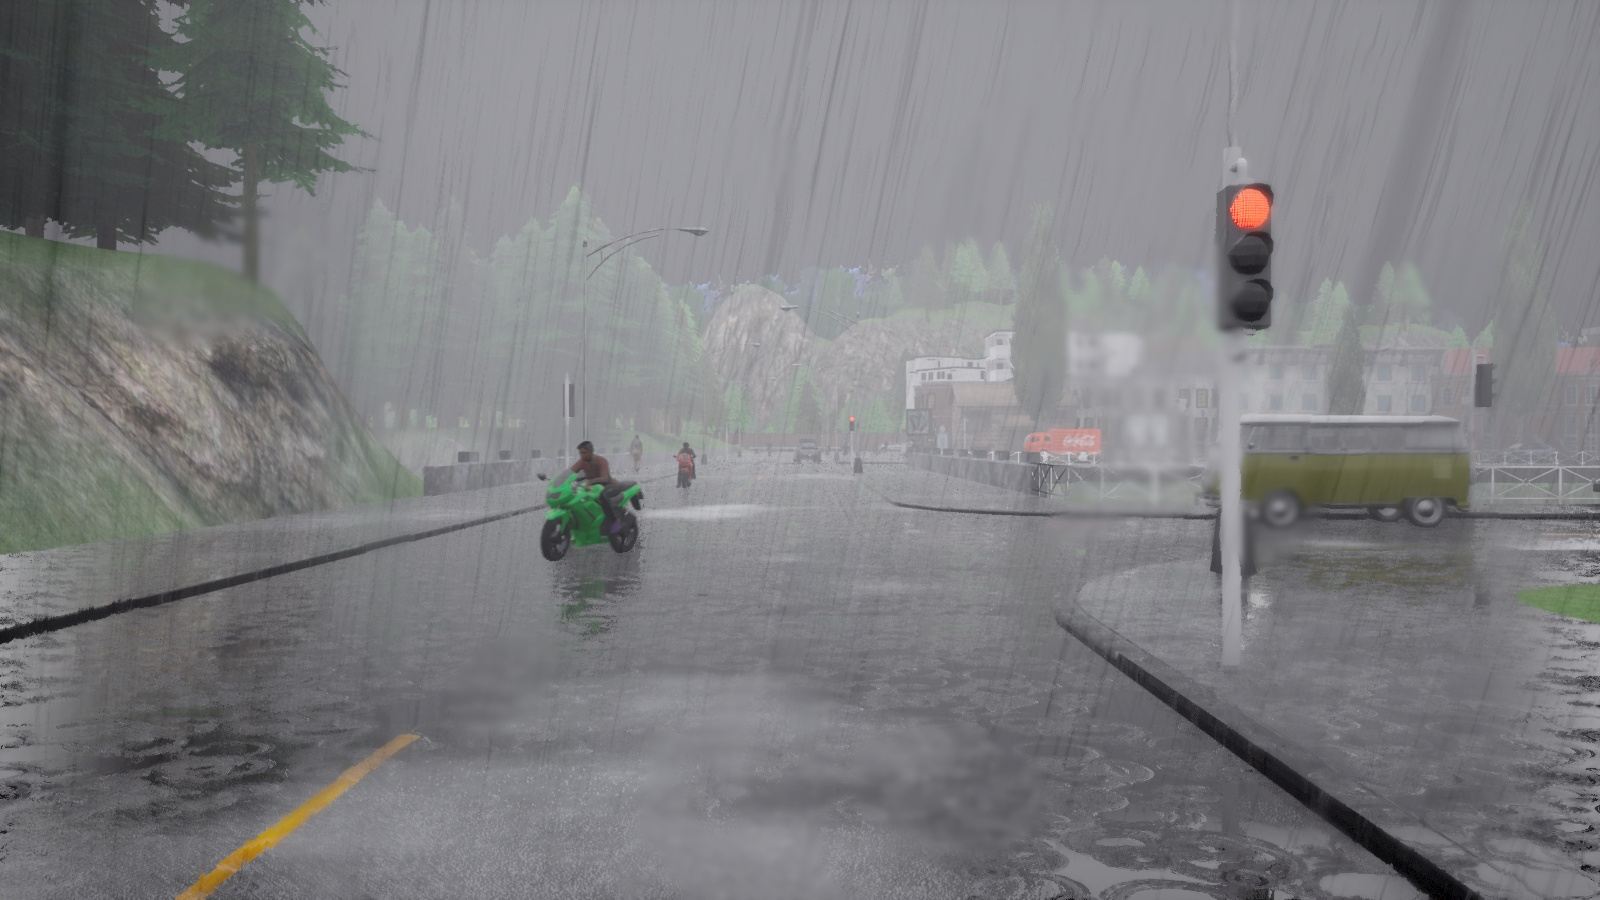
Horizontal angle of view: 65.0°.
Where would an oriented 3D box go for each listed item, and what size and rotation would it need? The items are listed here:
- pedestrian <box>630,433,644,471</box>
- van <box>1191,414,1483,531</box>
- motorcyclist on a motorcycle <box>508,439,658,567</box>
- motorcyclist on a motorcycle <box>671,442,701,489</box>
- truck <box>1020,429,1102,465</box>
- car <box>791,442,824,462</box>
[{"bbox_3d":[-7.905,0.106,60.939,0.540,1.848,0.694,0,0,3],"label":"pedestrian"},{"bbox_3d":[9.463,0.380,22.393,4.442,1.987,1.775,0,0,0],"label":"van"},{"bbox_3d":[-2.769,0.635,16.260,0.797,1.523,2.044,2,1,28],"label":"motorcyclist on a motorcycle"},{"bbox_3d":[-3.751,0.491,41.501,0.797,1.523,2.044,0,0,0],"label":"motorcyclist on a motorcycle"},{"bbox_3d":[18.222,-0.222,87.991,5.204,2.467,2.627,0,0,0],"label":"truck"},{"bbox_3d":[0.546,0.155,97.132,2.128,1.511,4.902,0,0,-4],"label":"car"}]
